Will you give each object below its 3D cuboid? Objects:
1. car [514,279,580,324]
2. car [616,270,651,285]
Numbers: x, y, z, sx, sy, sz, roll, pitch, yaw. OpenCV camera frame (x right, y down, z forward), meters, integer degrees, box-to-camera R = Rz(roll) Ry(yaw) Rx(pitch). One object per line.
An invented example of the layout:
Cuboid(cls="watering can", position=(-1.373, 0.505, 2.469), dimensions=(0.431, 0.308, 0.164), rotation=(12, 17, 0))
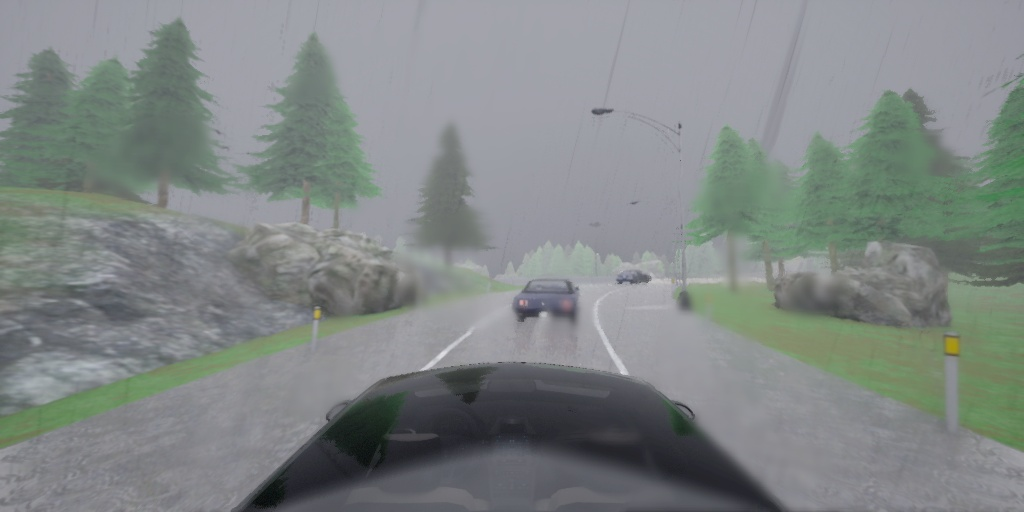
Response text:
Cuboid(cls="car", position=(1.410, 1.449, 12.487), dimensions=(1.895, 1.301, 4.718), rotation=(-1, -1, 12))
Cuboid(cls="car", position=(12.107, 2.083, 35.585), dimensions=(2.033, 1.411, 5.357), rotation=(-3, -4, 39))
